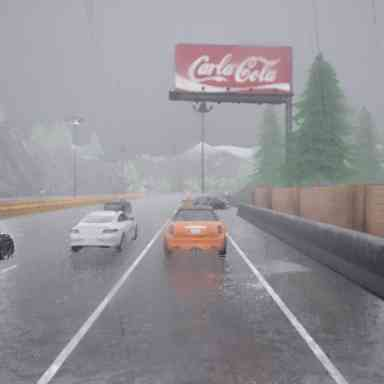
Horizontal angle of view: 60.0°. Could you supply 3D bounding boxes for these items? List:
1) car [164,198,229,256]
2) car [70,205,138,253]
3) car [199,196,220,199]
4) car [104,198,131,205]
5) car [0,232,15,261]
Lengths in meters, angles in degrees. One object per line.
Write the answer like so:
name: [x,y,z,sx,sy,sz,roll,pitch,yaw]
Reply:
car: [0.116,1.288,12.943,2.097,1.767,4.553,0,0,0]
car: [-3.384,1.459,13.337,1.812,1.442,4.674,0,0,0]
car: [2.035,1.183,34.377,2.097,1.767,4.553,1,1,31]
car: [-6.881,1.338,30.992,2.128,1.511,4.902,0,0,0]
car: [-6.885,1.517,9.358,1.994,1.385,4.181,0,0,0]
